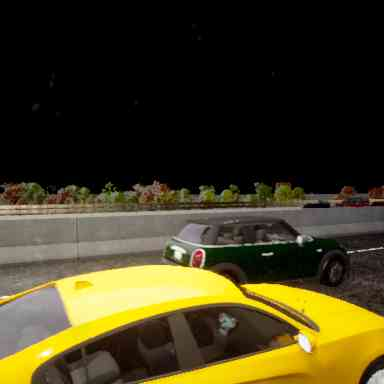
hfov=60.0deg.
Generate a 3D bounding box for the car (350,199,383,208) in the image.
[{"bbox_3d":[15.735,1.520,27.740,4.674,1.442,1.812,0,0,-28],"label":"car"}]

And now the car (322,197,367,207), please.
[{"bbox_3d":[14.945,1.346,31.289,4.553,1.767,2.097,0,0,-28],"label":"car"}]

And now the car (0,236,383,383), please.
[{"bbox_3d":[-0.153,1.477,3.064,5.008,1.535,1.882,0,0,-28],"label":"car"}]

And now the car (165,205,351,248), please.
[{"bbox_3d":[1.595,1.352,7.987,4.553,1.767,2.097,0,0,-27],"label":"car"}]

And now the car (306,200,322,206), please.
[{"bbox_3d":[13.185,1.558,34.317,4.181,1.385,1.994,0,0,-28],"label":"car"}]
